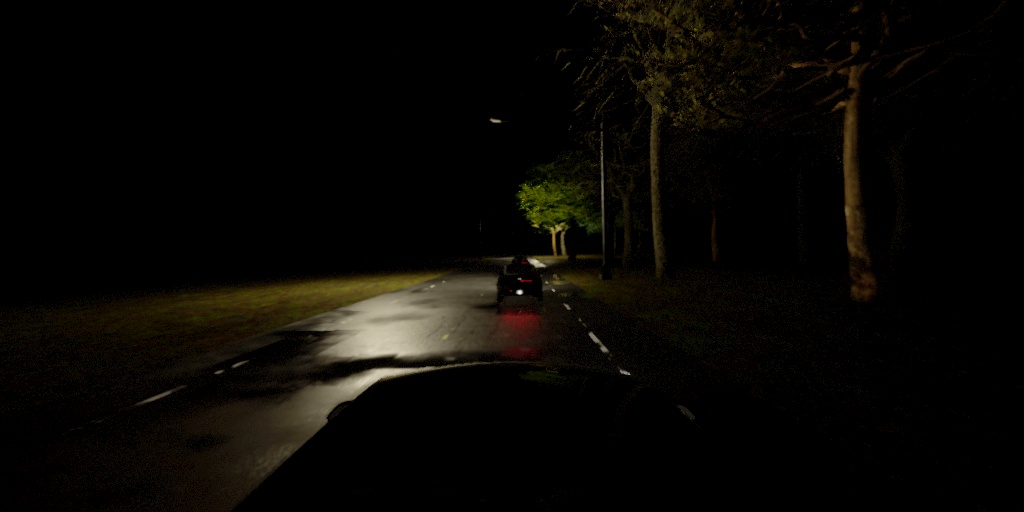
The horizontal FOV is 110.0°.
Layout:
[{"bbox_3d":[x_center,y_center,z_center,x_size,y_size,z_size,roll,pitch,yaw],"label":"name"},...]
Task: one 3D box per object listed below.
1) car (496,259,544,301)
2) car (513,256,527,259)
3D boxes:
[{"bbox_3d":[0.357,1.071,15.982,1.837,1.490,4.892,-1,1,2],"label":"car"},{"bbox_3d":[0.821,0.770,35.503,1.837,1.490,4.892,-1,1,1],"label":"car"}]
